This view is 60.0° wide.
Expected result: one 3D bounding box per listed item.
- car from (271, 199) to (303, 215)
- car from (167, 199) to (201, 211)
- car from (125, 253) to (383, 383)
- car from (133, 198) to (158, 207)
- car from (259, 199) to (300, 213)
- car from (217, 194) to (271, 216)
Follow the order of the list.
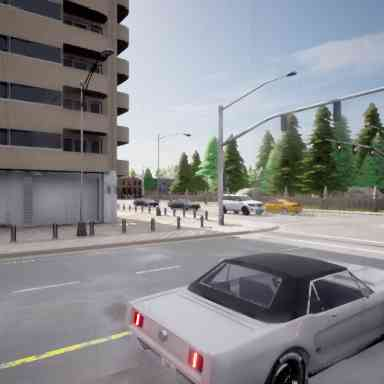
[{"bbox_3d":[9.138,1.533,34.822,1.882,1.535,5.008,0,0,-36],"label":"car"},{"bbox_3d":[-1.098,1.603,42.721,2.033,1.411,5.357,0,0,-36],"label":"car"},{"bbox_3d":[1.567,1.601,4.897,4.718,1.301,1.895,0,0,-35],"label":"car"},{"bbox_3d":[-7.229,1.603,51.278,2.033,1.411,5.357,0,0,-36],"label":"car"},{"bbox_3d":[10.259,1.581,39.266,1.812,1.442,4.674,0,0,-36],"label":"car"},{"bbox_3d":[4.967,1.278,34.293,2.150,2.045,5.566,0,0,-36],"label":"car"}]
